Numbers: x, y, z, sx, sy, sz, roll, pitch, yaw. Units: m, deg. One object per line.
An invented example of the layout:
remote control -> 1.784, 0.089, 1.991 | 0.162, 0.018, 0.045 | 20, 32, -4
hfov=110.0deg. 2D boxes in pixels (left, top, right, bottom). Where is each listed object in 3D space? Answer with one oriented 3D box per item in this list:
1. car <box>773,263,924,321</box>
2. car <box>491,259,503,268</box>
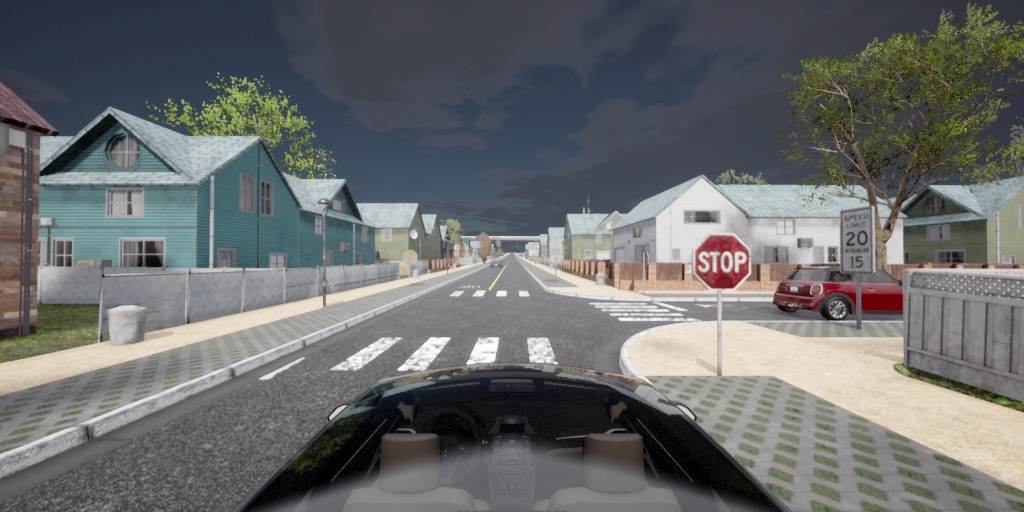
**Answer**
car -> 11.511, 1.130, 11.962 | 4.553, 1.767, 2.097 | 0, -1, -1
car -> -2.612, 1.232, 61.240 | 1.812, 1.442, 4.674 | 0, 0, 0
